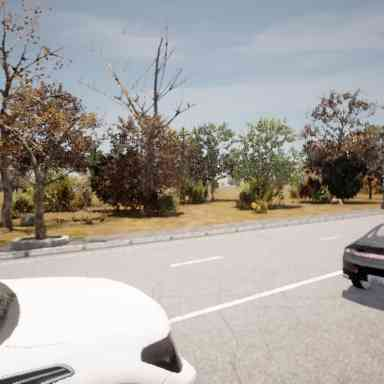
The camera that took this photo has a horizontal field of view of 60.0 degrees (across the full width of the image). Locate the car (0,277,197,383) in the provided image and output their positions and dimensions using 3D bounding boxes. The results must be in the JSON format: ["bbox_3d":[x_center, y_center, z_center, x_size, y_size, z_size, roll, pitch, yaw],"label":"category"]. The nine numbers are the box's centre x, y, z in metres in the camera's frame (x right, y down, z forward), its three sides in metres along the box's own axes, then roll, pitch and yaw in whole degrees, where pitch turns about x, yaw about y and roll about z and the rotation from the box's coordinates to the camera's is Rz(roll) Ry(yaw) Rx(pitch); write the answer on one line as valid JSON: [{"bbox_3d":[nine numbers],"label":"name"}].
[{"bbox_3d":[-2.615,1.215,1.885,5.566,2.045,2.150,1,-1,-36],"label":"car"}]

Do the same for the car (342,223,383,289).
[{"bbox_3d":[5.384,1.365,7.582,4.902,1.511,2.128,-1,1,-36],"label":"car"}]
